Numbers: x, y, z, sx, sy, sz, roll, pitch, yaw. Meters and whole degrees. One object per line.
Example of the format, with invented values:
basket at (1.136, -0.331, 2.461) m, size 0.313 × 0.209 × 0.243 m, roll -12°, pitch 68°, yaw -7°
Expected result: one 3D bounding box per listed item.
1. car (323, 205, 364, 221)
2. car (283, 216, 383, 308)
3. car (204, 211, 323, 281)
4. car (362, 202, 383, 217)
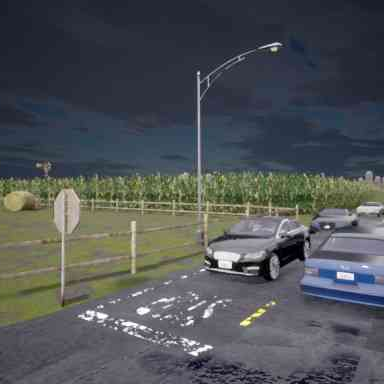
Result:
car at (7.954, 1.582, 18.462) m, size 1.994 × 1.385 × 4.181 m, roll -1°, pitch 0°, yaw 35°
car at (4.172, 1.548, 8.011) m, size 2.033 × 1.411 × 5.357 m, roll -1°, pitch 0°, yaw 35°
car at (2.205, 1.514, 10.180) m, size 2.128 × 1.511 × 4.902 m, roll -1°, pitch 0°, yaw 35°
car at (16.744, 1.607, 31.084) m, size 1.895 × 1.301 × 4.718 m, roll -1°, pitch 0°, yaw 36°
